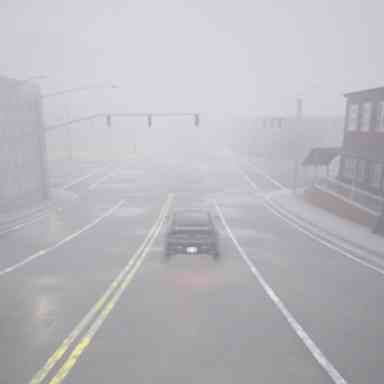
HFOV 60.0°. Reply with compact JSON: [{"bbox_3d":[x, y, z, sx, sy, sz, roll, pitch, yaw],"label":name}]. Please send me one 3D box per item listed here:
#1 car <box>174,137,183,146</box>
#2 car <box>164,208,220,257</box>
[{"bbox_3d":[-3.522,-13.603,89.559,2.150,2.045,5.566,0,12,0],"label":"car"},{"bbox_3d":[0.006,1.342,12.406,1.837,1.490,4.892,0,4,0],"label":"car"}]
